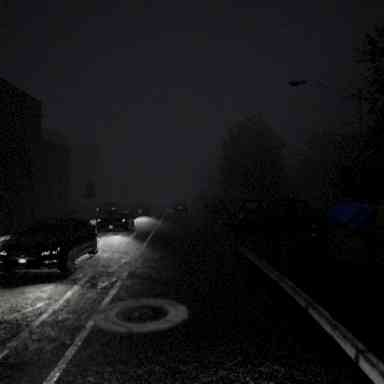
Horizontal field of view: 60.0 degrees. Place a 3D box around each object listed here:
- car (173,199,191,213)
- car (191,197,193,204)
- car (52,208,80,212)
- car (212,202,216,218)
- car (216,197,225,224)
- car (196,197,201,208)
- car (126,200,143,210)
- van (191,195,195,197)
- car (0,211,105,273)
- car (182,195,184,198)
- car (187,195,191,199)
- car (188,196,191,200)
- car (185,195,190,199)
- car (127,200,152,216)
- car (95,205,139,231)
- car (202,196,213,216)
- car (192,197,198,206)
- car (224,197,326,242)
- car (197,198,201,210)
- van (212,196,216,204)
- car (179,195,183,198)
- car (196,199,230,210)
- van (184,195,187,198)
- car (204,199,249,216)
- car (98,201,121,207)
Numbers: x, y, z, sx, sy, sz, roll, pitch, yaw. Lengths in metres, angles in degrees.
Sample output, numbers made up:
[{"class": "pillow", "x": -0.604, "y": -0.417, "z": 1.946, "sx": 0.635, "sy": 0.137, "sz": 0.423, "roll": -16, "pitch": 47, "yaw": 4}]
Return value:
[{"class": "car", "x": -1.571, "y": 1.985, "z": 44.491, "sx": 1.994, "sy": 1.385, "sz": 4.181, "roll": 0, "pitch": -1, "yaw": -3}, {"class": "car", "x": 2.758, "y": 2.055, "z": 61.657, "sx": 4.674, "sy": 1.452, "sz": 2.002, "roll": 1, "pitch": 0, "yaw": -24}, {"class": "car", "x": -7.636, "y": 1.702, "z": 19.957, "sx": 1.812, "sy": 1.442, "sz": 4.674, "roll": 0, "pitch": -1, "yaw": -2}, {"class": "car", "x": 4.416, "y": 1.682, "z": 23.071, "sx": 5.366, "sy": 1.575, "sz": 1.946, "roll": 1, "pitch": 0, "yaw": -23}, {"class": "car", "x": 4.685, "y": 1.401, "z": 20.185, "sx": 5.566, "sy": 2.045, "sz": 2.435, "roll": 1, "pitch": 0, "yaw": -22}, {"class": "car", "x": 3.703, "y": 1.922, "z": 46.893, "sx": 5.366, "sy": 1.575, "sz": 1.946, "roll": 1, "pitch": -1, "yaw": -23}, {"class": "car", "x": -8.978, "y": 2.034, "z": 52.101, "sx": 2.033, "sy": 1.411, "sz": 5.357, "roll": 0, "pitch": 0, "yaw": -3}, {"class": "van", "x": 2.675, "y": 1.804, "z": 64.677, "sx": 4.442, "sy": 1.987, "sz": 1.878, "roll": 1, "pitch": -1, "yaw": -24}, {"class": "car", "x": -4.452, "y": 1.574, "z": 10.992, "sx": 1.837, "sy": 1.490, "sz": 4.892, "roll": 0, "pitch": -1, "yaw": -2}, {"class": "car", "x": 0.631, "y": 2.138, "z": 88.269, "sx": 4.674, "sy": 1.452, "sz": 2.002, "roll": 1, "pitch": 0, "yaw": -26}, {"class": "car", "x": 2.325, "y": 2.051, "z": 70.628, "sx": 5.366, "sy": 1.575, "sz": 1.946, "roll": 1, "pitch": -1, "yaw": -25}, {"class": "car", "x": 2.361, "y": 2.041, "z": 67.589, "sx": 5.008, "sy": 1.535, "sz": 2.097, "roll": 1, "pitch": -1, "yaw": -24}, {"class": "car", "x": 1.443, "y": 2.114, "z": 79.396, "sx": 4.674, "sy": 1.452, "sz": 2.002, "roll": 1, "pitch": 0, "yaw": -25}, {"class": "car", "x": -5.603, "y": 1.839, "z": 37.443, "sx": 2.128, "sy": 1.511, "sz": 4.902, "roll": 0, "pitch": -1, "yaw": -3}, {"class": "car", "x": -4.930, "y": 1.799, "z": 22.095, "sx": 1.895, "sy": 1.301, "sz": 4.718, "roll": 0, "pitch": -1, "yaw": -2}, {"class": "car", "x": 4.215, "y": 1.537, "z": 32.042, "sx": 5.566, "sy": 2.045, "sz": 2.435, "roll": 1, "pitch": -1, "yaw": -23}, {"class": "car", "x": 3.227, "y": 1.939, "z": 49.715, "sx": 5.366, "sy": 1.575, "sz": 1.946, "roll": 1, "pitch": 0, "yaw": -23}, {"class": "car", "x": 4.862, "y": 1.367, "z": 17.262, "sx": 5.566, "sy": 2.045, "sz": 2.435, "roll": 1, "pitch": -1, "yaw": -22}, {"class": "car", "x": 3.687, "y": 1.929, "z": 43.874, "sx": 4.792, "sy": 1.488, "sz": 2.163, "roll": 1, "pitch": -1, "yaw": -23}, {"class": "van", "x": 4.421, "y": 1.532, "z": 29.122, "sx": 4.442, "sy": 1.987, "sz": 1.878, "roll": 1, "pitch": -1, "yaw": -22}, {"class": "car", "x": 0.054, "y": 1.867, "z": 94.198, "sx": 5.566, "sy": 2.045, "sz": 2.435, "roll": 1, "pitch": -1, "yaw": -26}, {"class": "car", "x": 3.261, "y": 1.966, "z": 52.757, "sx": 4.892, "sy": 1.521, "sz": 2.231, "roll": 1, "pitch": 0, "yaw": -23}, {"class": "van", "x": 1.084, "y": 1.854, "z": 82.302, "sx": 4.442, "sy": 1.987, "sz": 1.878, "roll": 1, "pitch": 0, "yaw": -25}, {"class": "car", "x": 3.952, "y": 1.721, "z": 37.953, "sx": 4.553, "sy": 1.767, "sz": 2.185, "roll": 1, "pitch": 0, "yaw": -22}, {"class": "car", "x": -8.207, "y": 1.678, "z": 33.159, "sx": 2.097, "sy": 1.767, "sz": 4.553, "roll": 0, "pitch": -1, "yaw": -2}]
